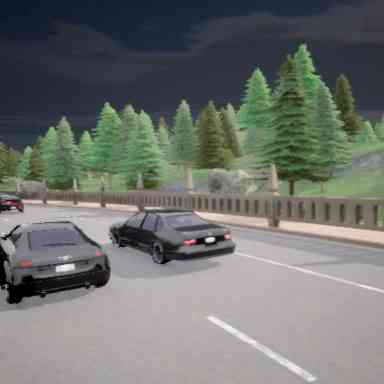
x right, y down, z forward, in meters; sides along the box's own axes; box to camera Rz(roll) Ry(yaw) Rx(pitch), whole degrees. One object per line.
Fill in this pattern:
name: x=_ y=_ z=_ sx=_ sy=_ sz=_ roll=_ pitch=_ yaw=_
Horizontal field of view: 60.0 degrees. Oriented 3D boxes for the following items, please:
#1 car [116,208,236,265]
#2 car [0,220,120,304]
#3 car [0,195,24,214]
car: x=-0.952 y=1.236 z=10.565 sx=2.033 sy=1.411 sz=5.357 roll=-2 pitch=2 yaw=-34
car: x=-3.520 y=1.387 z=7.996 sx=1.994 sy=1.385 sz=4.181 roll=-2 pitch=2 yaw=-34
car: x=-15.918 y=0.992 z=28.232 sx=4.892 sy=1.490 sz=1.837 roll=0 pitch=2 yaw=44
